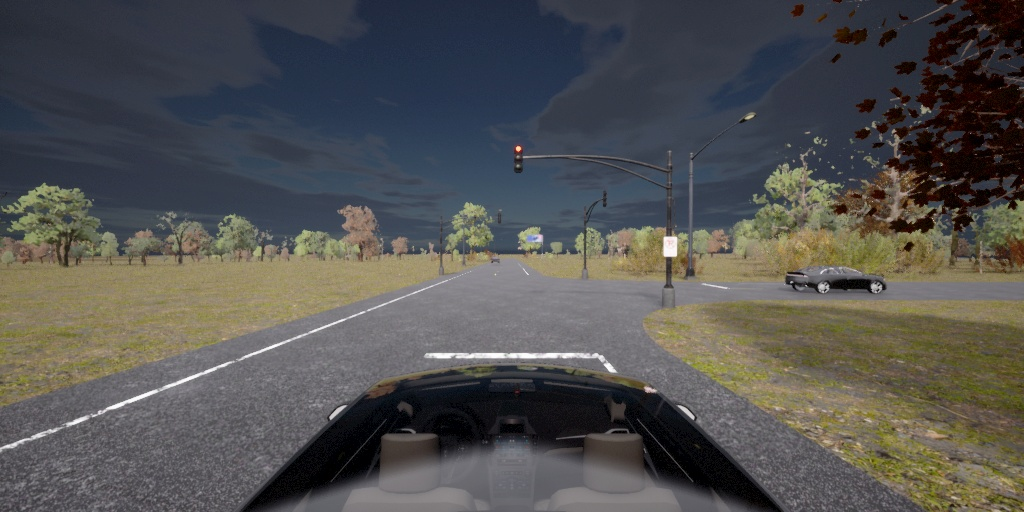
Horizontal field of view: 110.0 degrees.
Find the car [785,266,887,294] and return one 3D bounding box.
[{"bbox_3d":[18.327,1.308,20.373,4.902,1.511,2.128,0,1,0],"label":"car"}]
